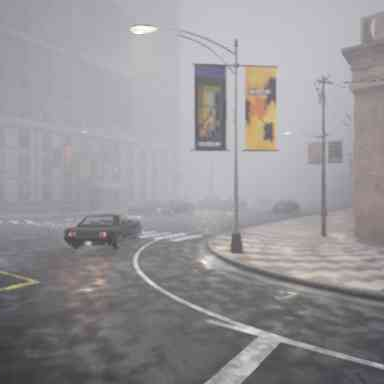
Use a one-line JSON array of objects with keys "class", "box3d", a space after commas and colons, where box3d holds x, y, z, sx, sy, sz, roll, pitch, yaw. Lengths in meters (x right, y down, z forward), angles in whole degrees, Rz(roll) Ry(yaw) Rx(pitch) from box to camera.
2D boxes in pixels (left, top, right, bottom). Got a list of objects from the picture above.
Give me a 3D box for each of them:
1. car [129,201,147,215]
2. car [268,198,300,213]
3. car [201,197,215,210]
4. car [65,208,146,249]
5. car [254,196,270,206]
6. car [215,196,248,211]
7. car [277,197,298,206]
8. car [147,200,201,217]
[{"class": "car", "box3d": [-4.293, 1.589, 34.653, 2.033, 1.411, 5.357, 0, 0, 34]}, {"class": "car", "box3d": [10.566, 1.585, 37.054, 1.994, 1.385, 4.181, 0, 0, 36]}, {"class": "car", "box3d": [2.357, 1.393, 43.960, 2.097, 1.767, 4.553, 0, 0, 36]}, {"class": "car", "box3d": [-3.652, 1.621, 14.654, 1.895, 1.301, 4.718, 0, 0, 6]}, {"class": "car", "box3d": [12.457, 1.532, 57.887, 2.128, 1.511, 4.902, 0, 0, 36]}, {"class": "car", "box3d": [5.298, 1.512, 42.062, 1.882, 1.535, 5.008, 0, 0, 36]}, {"class": "car", "box3d": [16.508, 1.635, 57.482, 1.895, 1.301, 4.718, 0, 0, 36]}, {"class": "car", "box3d": [-1.627, 1.526, 32.335, 2.128, 1.511, 4.902, 0, 0, 35]}]
